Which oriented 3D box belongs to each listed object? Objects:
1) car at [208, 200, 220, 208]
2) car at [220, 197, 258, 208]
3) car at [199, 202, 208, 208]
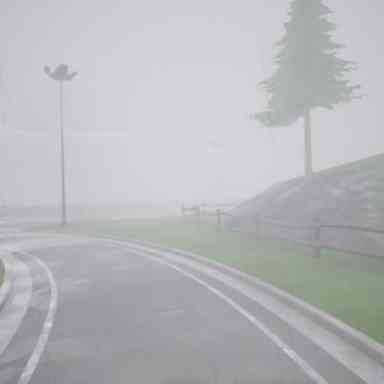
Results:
[{"bbox_3d":[5.526,1.639,54.555,4.553,1.767,2.097,-1,-1,-33],"label":"car"},{"bbox_3d":[7.371,1.694,51.584,5.008,1.535,1.882,-1,-1,-33],"label":"car"},{"bbox_3d":[3.468,1.963,57.371,4.718,1.301,1.895,-1,-1,-33],"label":"car"}]
